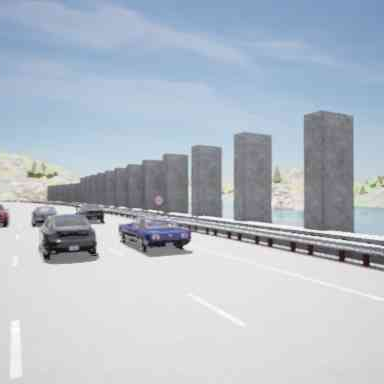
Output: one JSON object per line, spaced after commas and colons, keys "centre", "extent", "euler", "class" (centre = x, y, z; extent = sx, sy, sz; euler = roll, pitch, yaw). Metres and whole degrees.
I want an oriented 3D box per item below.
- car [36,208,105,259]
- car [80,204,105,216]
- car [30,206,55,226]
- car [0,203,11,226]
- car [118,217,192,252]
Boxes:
{"centre": [-5.070, 1.647, 13.394], "extent": [1.837, 1.490, 4.892], "euler": [0, 0, -27], "class": "car"}
{"centre": [-8.679, 1.803, 28.200], "extent": [1.837, 1.490, 4.892], "euler": [0, 0, -26], "class": "car"}
{"centre": [-11.367, 1.814, 25.743], "extent": [2.033, 1.411, 5.357], "euler": [0, -1, -27], "class": "car"}
{"centre": [-14.885, 1.605, 24.966], "extent": [2.097, 1.767, 4.553], "euler": [0, -1, -26], "class": "car"}
{"centre": [-1.856, 1.760, 14.786], "extent": [1.895, 1.301, 4.718], "euler": [0, -1, -27], "class": "car"}
